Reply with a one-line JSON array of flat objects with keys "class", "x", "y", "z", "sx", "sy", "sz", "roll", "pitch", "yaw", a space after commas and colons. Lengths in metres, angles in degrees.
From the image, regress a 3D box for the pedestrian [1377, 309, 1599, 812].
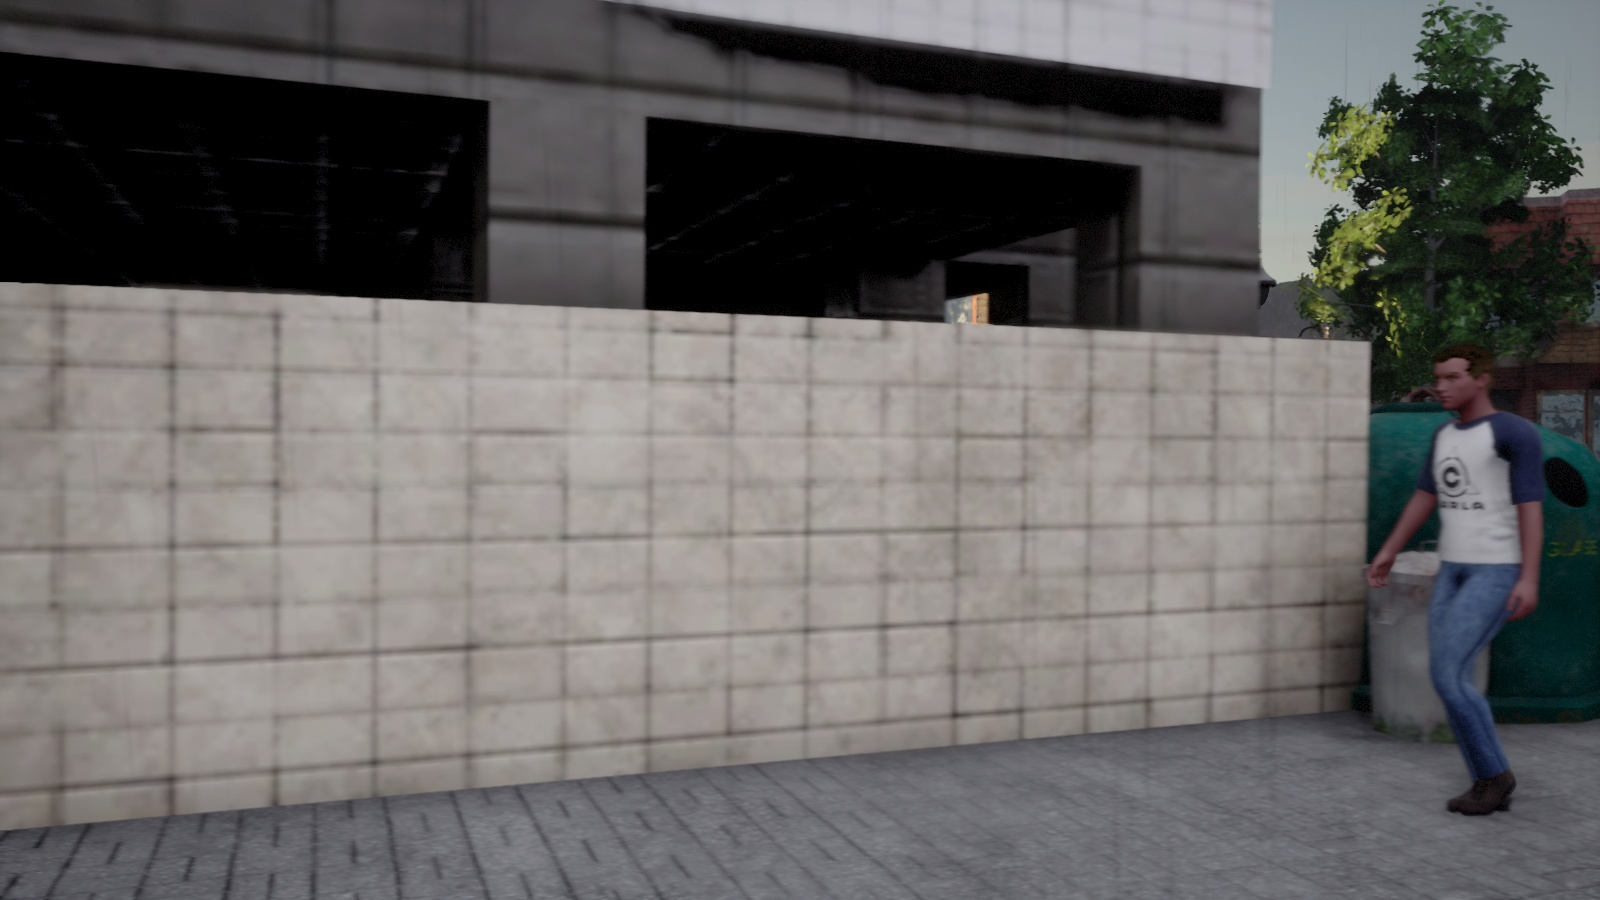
[{"class": "pedestrian", "x": 2.645, "y": 0.397, "z": 4.808, "sx": 0.706, "sy": 1.836, "sz": 0.354, "roll": -1, "pitch": 1, "yaw": -10}]
